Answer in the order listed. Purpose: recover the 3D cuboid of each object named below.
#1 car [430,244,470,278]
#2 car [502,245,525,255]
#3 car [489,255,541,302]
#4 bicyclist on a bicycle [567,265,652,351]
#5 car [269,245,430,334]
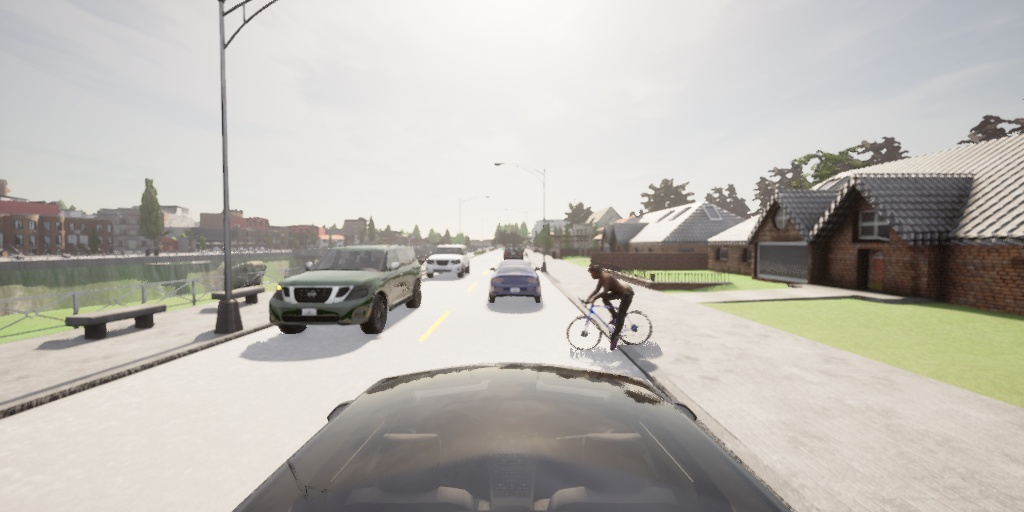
[{"bbox_3d":[-4.055,0.260,23.552,2.150,2.045,5.566,0,2,0],"label":"car"},{"bbox_3d":[0.156,-0.214,38.454,2.150,2.045,5.566,0,2,0],"label":"car"},{"bbox_3d":[0.111,0.878,13.996,1.812,1.442,4.674,0,2,0],"label":"car"},{"bbox_3d":[1.813,0.974,6.830,1.656,1.620,0.582,-6,2,0],"label":"bicyclist on a bicycle"},{"bbox_3d":[-4.094,0.699,10.006,2.150,2.045,5.566,0,2,0],"label":"car"}]
